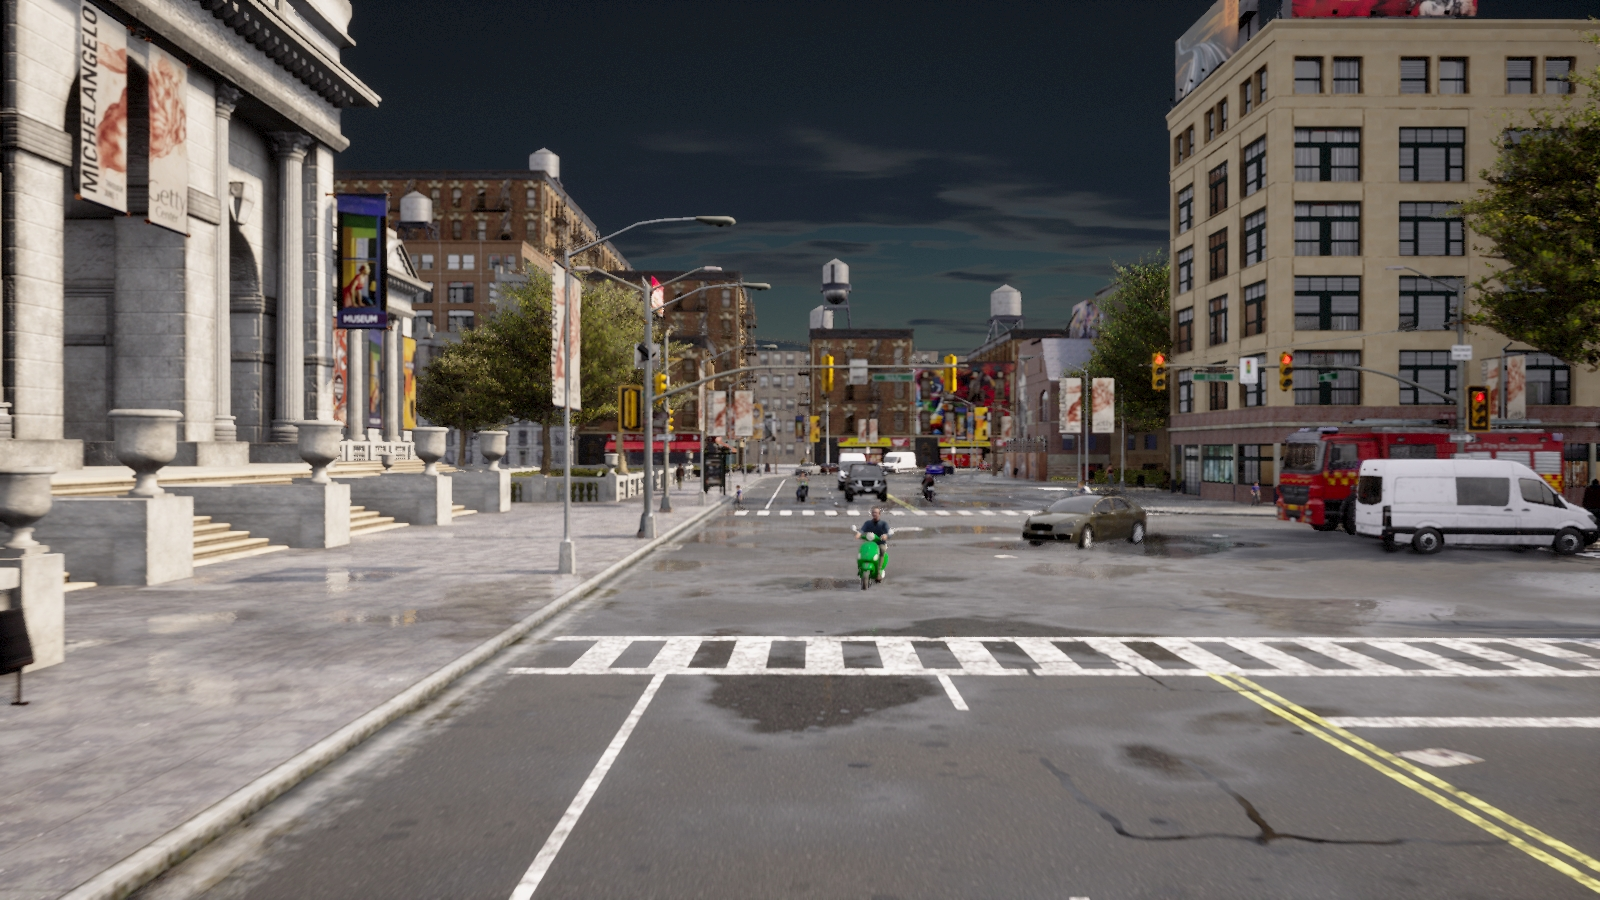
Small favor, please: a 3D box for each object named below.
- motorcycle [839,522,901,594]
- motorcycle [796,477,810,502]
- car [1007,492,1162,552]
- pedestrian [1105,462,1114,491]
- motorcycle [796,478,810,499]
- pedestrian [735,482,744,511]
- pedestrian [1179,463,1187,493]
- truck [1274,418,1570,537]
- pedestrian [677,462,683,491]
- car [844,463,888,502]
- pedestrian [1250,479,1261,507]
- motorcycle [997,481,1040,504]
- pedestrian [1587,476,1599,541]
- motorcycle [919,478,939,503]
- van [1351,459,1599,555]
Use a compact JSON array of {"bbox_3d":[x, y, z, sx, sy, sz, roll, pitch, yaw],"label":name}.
[{"bbox_3d":[1.457,2.183,23.411,0.856,1.236,1.805,3,1,15],"label":"motorcycle"},{"bbox_3d":[0.169,2.172,62.473,0.764,1.277,2.356,0,0,0],"label":"motorcycle"},{"bbox_3d":[8.445,2.062,33.668,2.231,1.480,4.892,-1,-1,45],"label":"car"},{"bbox_3d":[19.966,1.698,73.747,0.375,1.860,0.375,0,0,-35],"label":"pedestrian"},{"bbox_3d":[0.193,2.215,66.625,0.803,1.145,2.033,0,0,0],"label":"motorcycle"},{"bbox_3d":[-2.767,2.131,52.226,0.375,1.300,0.375,0,0,-10],"label":"pedestrian"},{"bbox_3d":[23.247,1.698,69.406,0.375,1.860,0.375,0,0,3],"label":"pedestrian"},{"bbox_3d":[20.781,0.891,38.506,8.468,3.827,2.891,0,0,-2],"label":"truck"},{"bbox_3d":[-7.752,1.699,73.665,0.375,1.860,0.375,0,0,-10],"label":"pedestrian"},{"bbox_3d":[3.634,1.781,64.185,2.150,2.045,5.566,0,0,0],"label":"car"},{"bbox_3d":[20.961,1.977,52.574,0.375,1.300,0.375,0,0,0],"label":"pedestrian"},{"bbox_3d":[11.376,2.214,59.518,2.033,1.145,0.803,0,-3,34],"label":"motorcycle"},{"bbox_3d":[23.141,1.704,33.258,0.375,1.860,0.375,0,0,37],"label":"pedestrian"},{"bbox_3d":[7.066,2.207,62.679,0.867,1.251,2.209,0,0,1],"label":"motorcycle"},{"bbox_3d":[18.700,1.536,31.587,5.915,2.561,1.988,0,0,3],"label":"van"}]
